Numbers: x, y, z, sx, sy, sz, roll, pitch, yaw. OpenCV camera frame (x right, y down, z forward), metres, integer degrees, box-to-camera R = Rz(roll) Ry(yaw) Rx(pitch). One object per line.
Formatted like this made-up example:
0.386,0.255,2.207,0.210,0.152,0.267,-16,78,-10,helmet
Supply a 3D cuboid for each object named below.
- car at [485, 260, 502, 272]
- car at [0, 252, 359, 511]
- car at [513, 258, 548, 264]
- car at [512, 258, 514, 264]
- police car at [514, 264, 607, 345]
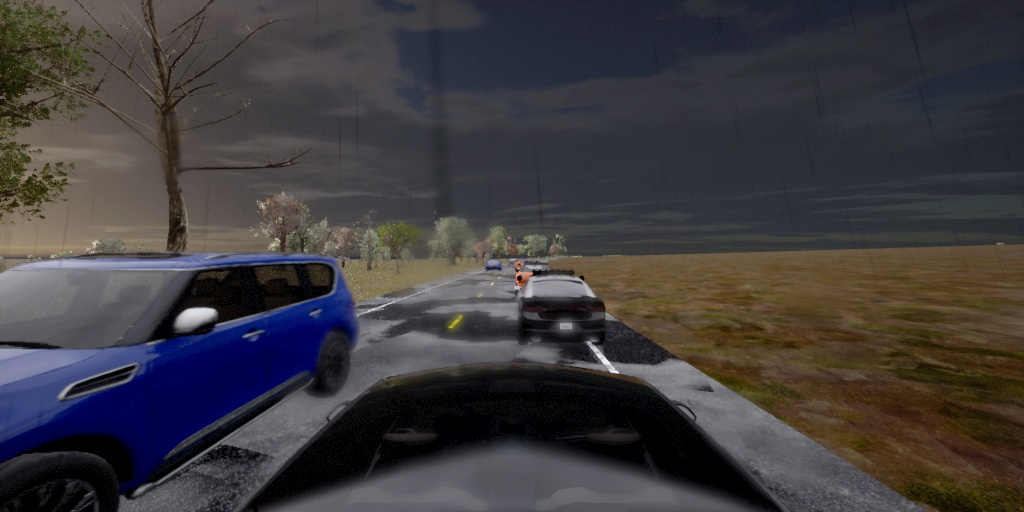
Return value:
-2.346,1.221,46.736,1.882,1.535,5.008,0,0,3,car
-3.586,0.971,3.647,2.150,2.045,5.566,0,0,0,car
1.246,1.101,19.451,2.097,1.767,4.553,0,0,1,car
1.535,1.092,50.766,2.097,1.767,4.553,0,0,4,car
1.089,1.175,9.626,1.930,1.638,5.238,0,0,1,police car
